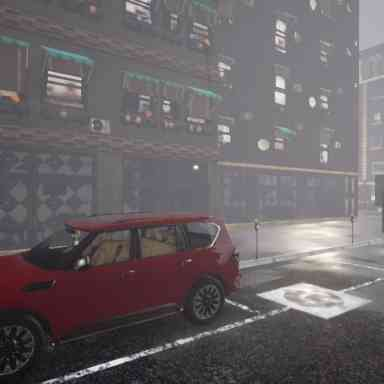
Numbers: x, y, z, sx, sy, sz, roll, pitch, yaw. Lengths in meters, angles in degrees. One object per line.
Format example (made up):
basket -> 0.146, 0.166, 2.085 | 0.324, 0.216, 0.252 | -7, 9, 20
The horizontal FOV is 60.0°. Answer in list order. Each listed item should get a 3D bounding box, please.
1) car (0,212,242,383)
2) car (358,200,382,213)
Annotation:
car -> -1.383, 1.316, 5.569 | 5.009, 1.841, 2.192 | 0, 1, -36
car -> 20.139, 1.538, 37.349 | 1.887, 1.381, 4.507 | 1, 0, -36
